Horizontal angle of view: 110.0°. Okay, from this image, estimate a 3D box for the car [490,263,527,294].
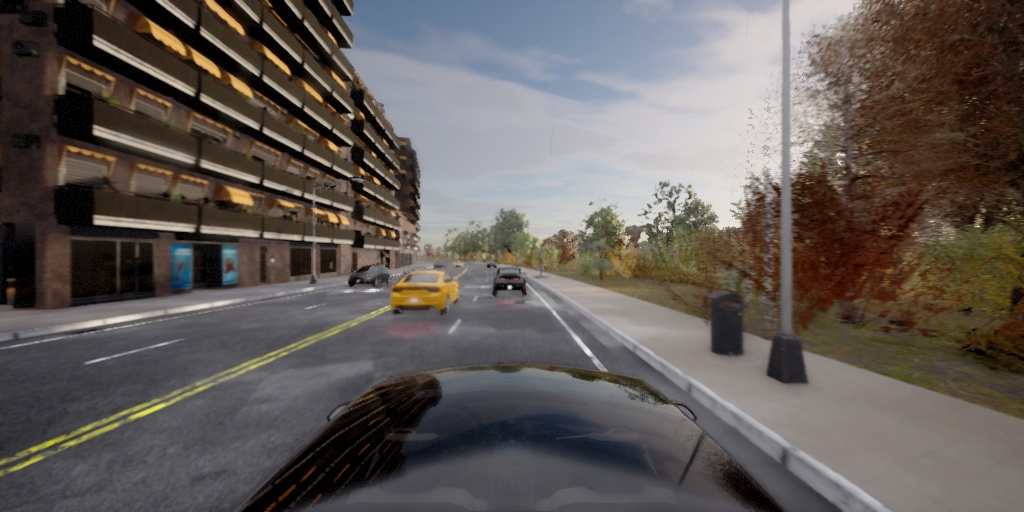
[{"bbox_3d":[-0.178,1.386,21.186,1.837,1.490,4.892,0,0,-2],"label":"car"}]

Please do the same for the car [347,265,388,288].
[{"bbox_3d":[-10.293,1.443,26.221,1.837,1.490,4.892,0,-1,-2],"label":"car"}]

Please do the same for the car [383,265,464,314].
[{"bbox_3d":[-3.271,1.319,14.299,1.882,1.535,5.008,0,0,-1],"label":"car"}]
